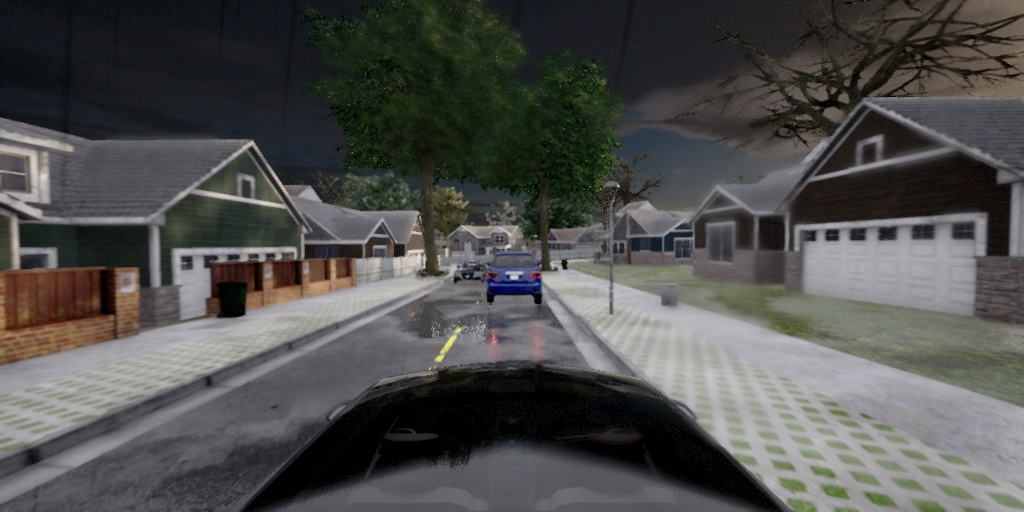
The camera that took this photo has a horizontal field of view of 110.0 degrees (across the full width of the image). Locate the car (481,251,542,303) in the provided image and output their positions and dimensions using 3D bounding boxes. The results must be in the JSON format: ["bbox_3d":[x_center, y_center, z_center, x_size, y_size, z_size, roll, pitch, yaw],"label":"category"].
[{"bbox_3d":[0.089,0.804,15.568,2.150,2.045,5.566,0,1,0],"label":"car"}]

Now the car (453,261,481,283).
[{"bbox_3d":[-2.752,1.049,24.216,1.994,1.385,4.181,0,1,0],"label":"car"}]
